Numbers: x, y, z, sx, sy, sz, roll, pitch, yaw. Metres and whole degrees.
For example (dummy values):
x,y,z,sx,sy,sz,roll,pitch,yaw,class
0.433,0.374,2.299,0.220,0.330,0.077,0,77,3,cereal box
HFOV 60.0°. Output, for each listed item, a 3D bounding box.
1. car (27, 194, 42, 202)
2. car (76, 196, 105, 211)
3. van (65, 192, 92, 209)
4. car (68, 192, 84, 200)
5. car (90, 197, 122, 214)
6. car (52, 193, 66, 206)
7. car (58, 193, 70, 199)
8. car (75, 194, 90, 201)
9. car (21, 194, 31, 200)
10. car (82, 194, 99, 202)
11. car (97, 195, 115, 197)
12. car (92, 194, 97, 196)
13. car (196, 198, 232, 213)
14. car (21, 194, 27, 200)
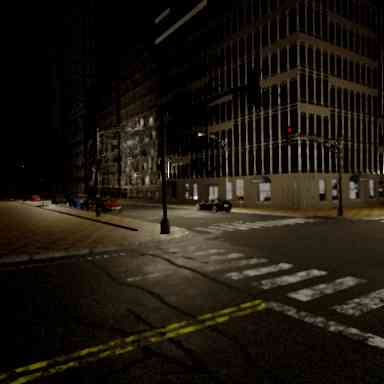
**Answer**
x,y,z,sx,sy,sz,roll,pitch,yaw,class
-33.225,1.287,70.776,1.887,1.381,4.507,-1,1,-34,car
-11.631,1.448,38.467,1.802,1.307,4.206,-1,1,-34,car
-14.720,1.191,43.079,1.690,1.788,3.998,-1,1,-34,van
-26.325,0.873,75.143,2.192,1.841,5.009,-1,1,-34,car
-8.547,1.463,33.851,1.802,1.307,4.206,-1,1,-34,car
-20.792,1.342,52.172,1.752,1.417,4.829,-1,1,-34,car
-32.482,1.068,84.365,2.008,1.369,4.403,-1,1,-34,car
-23.336,1.102,70.678,1.752,1.417,4.829,-1,1,-34,car
-42.358,1.260,84.703,1.802,1.307,4.206,-1,1,-34,car
-20.161,1.140,65.928,1.887,1.381,4.507,-1,1,-34,car
-14.094,1.156,56.849,1.752,1.417,4.829,-1,1,-34,car
-17.080,1.165,61.318,2.008,1.369,4.403,-1,1,-34,car
2.110,1.281,32.459,1.947,1.339,4.313,-1,1,-34,car
-39.274,1.265,80.088,1.947,1.339,4.313,-1,1,-34,car
